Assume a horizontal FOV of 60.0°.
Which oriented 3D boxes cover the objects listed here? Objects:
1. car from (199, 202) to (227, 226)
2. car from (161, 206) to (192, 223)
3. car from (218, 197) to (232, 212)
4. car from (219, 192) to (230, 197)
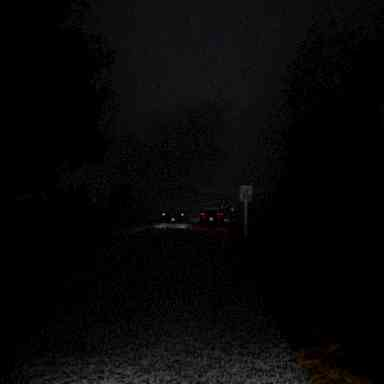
[{"bbox_3d":[1.592,1.733,25.508,1.812,1.442,4.674,0,-1,6],"label":"car"},{"bbox_3d":[-1.196,1.799,27.308,1.895,1.301,4.718,1,0,7],"label":"car"},{"bbox_3d":[3.979,1.773,42.501,1.994,1.385,4.181,0,1,10],"label":"car"},{"bbox_3d":[6.659,0.811,67.975,2.128,1.511,4.902,2,3,15],"label":"car"}]
